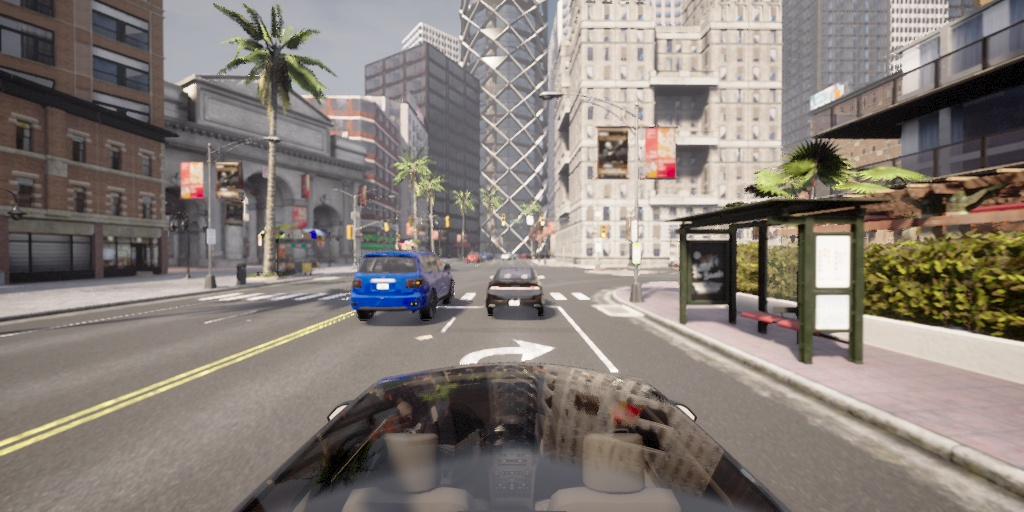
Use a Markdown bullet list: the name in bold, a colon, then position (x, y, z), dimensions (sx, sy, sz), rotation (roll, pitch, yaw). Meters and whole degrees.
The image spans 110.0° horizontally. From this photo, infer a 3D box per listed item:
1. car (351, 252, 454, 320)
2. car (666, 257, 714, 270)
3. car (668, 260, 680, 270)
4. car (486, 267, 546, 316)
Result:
- **car**: position (-3.432, 0.865, 12.230), dimensions (2.150, 2.045, 5.566), rotation (0, 1, 0)
- **car**: position (21.260, 0.830, 42.949), dimensions (4.892, 1.490, 1.837), rotation (0, 1, 0)
- **car**: position (20.124, 0.714, 39.435), dimensions (4.553, 1.767, 2.097), rotation (0, 1, 0)
- **car**: position (0.172, 1.128, 12.813), dimensions (2.128, 1.511, 4.902), rotation (0, 1, 2)
